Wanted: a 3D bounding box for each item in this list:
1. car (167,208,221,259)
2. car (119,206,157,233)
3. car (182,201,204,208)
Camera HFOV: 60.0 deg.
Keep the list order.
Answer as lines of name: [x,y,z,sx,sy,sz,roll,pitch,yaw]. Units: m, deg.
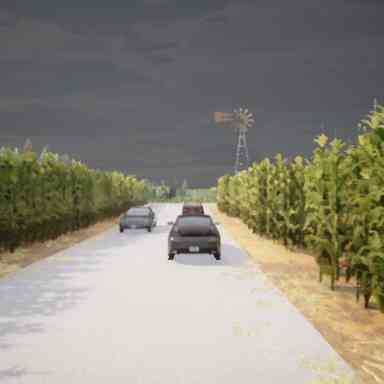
car: [0.082,1.590,13.067,1.837,1.490,4.892,0,0,0]
car: [-3.188,1.615,20.434,1.812,1.442,4.674,0,0,0]
car: [0.082,1.512,29.748,1.882,1.535,5.008,0,0,0]
